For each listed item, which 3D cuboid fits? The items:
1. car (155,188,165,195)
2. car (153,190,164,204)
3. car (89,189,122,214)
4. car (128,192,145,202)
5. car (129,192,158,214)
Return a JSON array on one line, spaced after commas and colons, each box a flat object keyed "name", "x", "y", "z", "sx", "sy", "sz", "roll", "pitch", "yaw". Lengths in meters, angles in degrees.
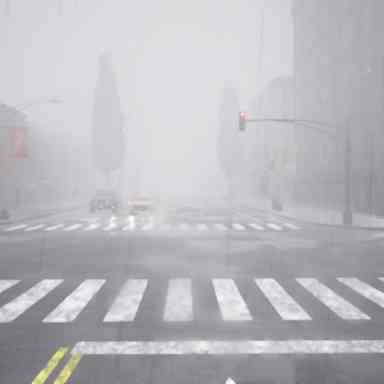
[{"name": "car", "x": -5.938, "y": 0.027, "z": 60.630, "sx": 2.097, "sy": 1.767, "sz": 4.553, "roll": 0, "pitch": 1, "yaw": -3}, {"name": "car", "x": -5.148, "y": 0.815, "z": 45.315, "sx": 1.812, "sy": 1.442, "sz": 4.674, "roll": 0, "pitch": 1, "yaw": -3}, {"name": "car", "x": -7.519, "y": 0.751, "z": 29.497, "sx": 2.150, "sy": 2.045, "sz": 5.566, "roll": 0, "pitch": 1, "yaw": -4}, {"name": "car", "x": -8.798, "y": 0.720, "z": 52.999, "sx": 2.033, "sy": 1.411, "sz": 5.357, "roll": 0, "pitch": 1, "yaw": -3}, {"name": "car", "x": -4.234, "y": 1.014, "z": 29.075, "sx": 1.882, "sy": 1.535, "sz": 5.008, "roll": 0, "pitch": 1, "yaw": -3}]
